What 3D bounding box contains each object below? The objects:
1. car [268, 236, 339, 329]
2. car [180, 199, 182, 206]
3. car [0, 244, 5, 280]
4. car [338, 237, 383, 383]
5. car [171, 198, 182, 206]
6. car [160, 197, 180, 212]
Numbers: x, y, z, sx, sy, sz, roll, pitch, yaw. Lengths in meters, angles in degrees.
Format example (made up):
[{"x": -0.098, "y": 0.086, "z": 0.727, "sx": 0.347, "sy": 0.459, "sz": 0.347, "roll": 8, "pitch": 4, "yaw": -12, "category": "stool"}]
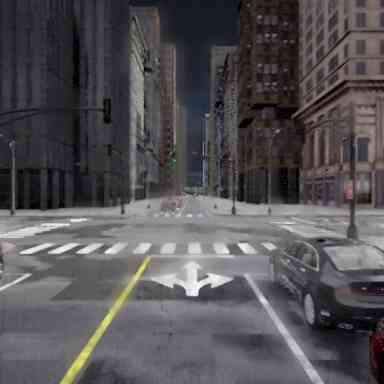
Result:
[{"x": 2.762, "y": 1.583, "z": 6.799, "sx": 2.008, "sy": 1.369, "sz": 4.403, "roll": 0, "pitch": 0, "yaw": 0, "category": "car"}, {"x": -2.916, "y": 1.600, "z": 52.198, "sx": 2.097, "sy": 1.767, "sz": 4.553, "roll": 0, "pitch": 0, "yaw": 0, "category": "car"}, {"x": -5.764, "y": 1.472, "z": 6.801, "sx": 1.967, "sy": 1.590, "sz": 4.097, "roll": 0, "pitch": 0, "yaw": 0, "category": "car"}, {"x": 2.759, "y": 1.321, "z": 1.198, "sx": 2.192, "sy": 1.841, "sz": 5.009, "roll": 0, "pitch": 0, "yaw": 0, "category": "car"}, {"x": -2.827, "y": 1.900, "z": 62.389, "sx": 1.895, "sy": 1.301, "sz": 4.718, "roll": 0, "pitch": 0, "yaw": 1, "category": "car"}, {"x": -2.967, "y": 1.746, "z": 42.075, "sx": 2.033, "sy": 1.411, "sz": 5.357, "roll": 0, "pitch": 0, "yaw": -1, "category": "car"}]
